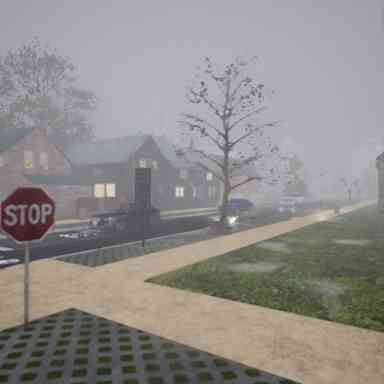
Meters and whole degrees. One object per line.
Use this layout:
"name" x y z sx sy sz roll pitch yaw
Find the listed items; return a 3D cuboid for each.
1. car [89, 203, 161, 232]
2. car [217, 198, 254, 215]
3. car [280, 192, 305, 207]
"car" -3.876 1.412 19.958 2.128 1.511 4.902 1 1 34
"car" 4.270 1.323 32.173 1.882 1.535 5.008 1 1 34
"car" 14.179 1.068 46.830 2.150 2.045 5.566 1 1 34
